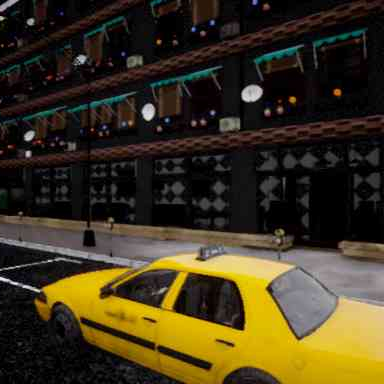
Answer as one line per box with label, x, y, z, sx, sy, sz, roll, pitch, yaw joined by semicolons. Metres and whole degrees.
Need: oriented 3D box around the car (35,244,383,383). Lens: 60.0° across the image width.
car;0.007;1.461;4.354;5.366;1.575;1.801;0;0;36
